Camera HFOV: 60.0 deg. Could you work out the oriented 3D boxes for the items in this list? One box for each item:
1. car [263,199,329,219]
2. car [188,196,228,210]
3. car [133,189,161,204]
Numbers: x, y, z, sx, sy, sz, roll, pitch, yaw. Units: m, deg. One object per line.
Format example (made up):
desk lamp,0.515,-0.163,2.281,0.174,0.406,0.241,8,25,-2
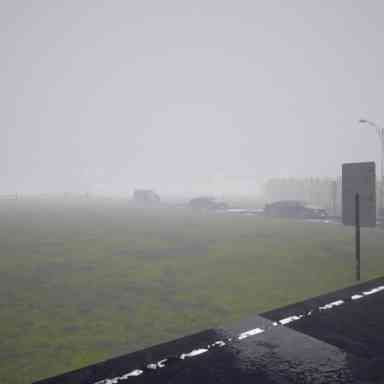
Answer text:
car,8.335,1.330,27.310,2.033,1.411,5.357,-1,1,-36
car,1.646,1.159,36.664,2.033,1.411,5.357,-1,1,-36
car,-6.647,0.616,48.310,2.150,2.045,5.566,-1,1,-35
